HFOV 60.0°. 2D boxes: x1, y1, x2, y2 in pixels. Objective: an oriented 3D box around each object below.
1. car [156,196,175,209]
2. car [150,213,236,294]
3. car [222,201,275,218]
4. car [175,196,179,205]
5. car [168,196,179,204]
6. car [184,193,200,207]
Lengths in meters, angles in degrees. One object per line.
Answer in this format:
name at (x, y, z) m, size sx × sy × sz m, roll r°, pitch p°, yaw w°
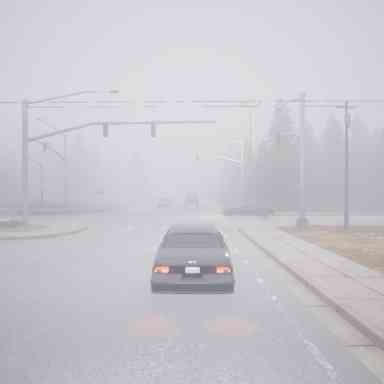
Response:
car at (-3.698, 1.505, 45.044) m, size 1.837 × 1.490 × 4.892 m, roll 0°, pitch 0°, yaw 0°
car at (0.030, 1.545, 8.919) m, size 2.033 × 1.411 × 5.357 m, roll 0°, pitch 0°, yaw 0°
car at (5.017, 1.547, 29.741) m, size 4.674 × 1.442 × 1.812 m, roll 0°, pitch 0°, yaw 1°
car at (-3.695, 1.491, 54.695) m, size 2.128 × 1.511 × 4.902 m, roll 0°, pitch 0°, yaw 0°
car at (-3.597, 1.505, 64.573) m, size 1.837 × 1.490 × 4.892 m, roll 0°, pitch 0°, yaw 1°
car at (-0.055, 1.221, 50.163) m, size 2.150 × 2.045 × 5.566 m, roll 0°, pitch 0°, yaw 0°
